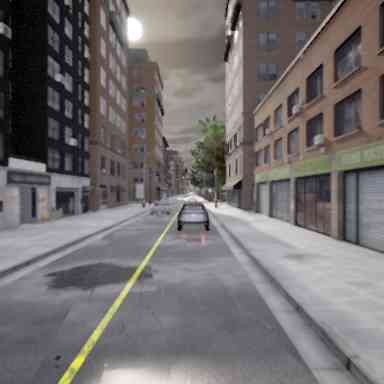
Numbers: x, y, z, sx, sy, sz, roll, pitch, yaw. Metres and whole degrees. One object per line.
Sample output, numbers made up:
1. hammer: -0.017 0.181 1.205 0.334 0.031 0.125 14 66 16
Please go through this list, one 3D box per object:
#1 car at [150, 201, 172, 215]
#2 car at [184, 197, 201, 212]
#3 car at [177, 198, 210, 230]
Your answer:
1. car: -3.013 1.598 33.104 1.895 1.301 4.718 0 0 0
2. car: 0.077 1.429 38.717 1.801 1.575 5.366 0 0 0
3. car: 0.089 1.414 21.153 2.033 1.649 4.856 0 0 0
